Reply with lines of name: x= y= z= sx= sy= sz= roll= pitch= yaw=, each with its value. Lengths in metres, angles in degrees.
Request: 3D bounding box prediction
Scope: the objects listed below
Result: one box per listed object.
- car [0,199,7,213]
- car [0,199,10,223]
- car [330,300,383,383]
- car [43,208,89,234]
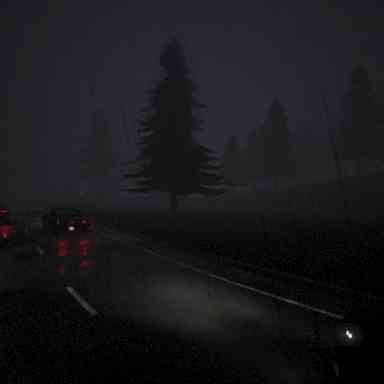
car: x=-21.937 y=1.519 z=37.252 sx=2.033 sy=1.411 sz=5.357 roll=0 pitch=0 yaw=-30
car: x=-14.653 y=1.507 z=24.710 sx=1.812 sy=1.442 sz=4.674 roll=0 pitch=0 yaw=-30
car: x=3.443 y=1.493 z=2.188 sx=2.128 sy=1.511 sz=4.902 roll=0 pitch=0 yaw=-37
car: x=-7.380 y=1.588 z=19.154 sx=1.895 sy=1.301 sz=4.718 roll=0 pitch=0 yaw=-30
